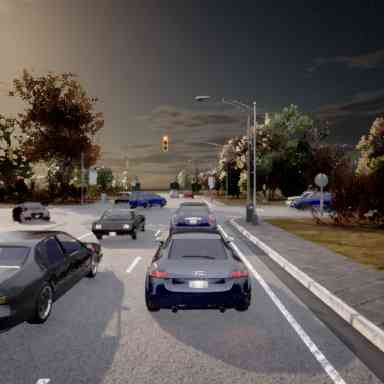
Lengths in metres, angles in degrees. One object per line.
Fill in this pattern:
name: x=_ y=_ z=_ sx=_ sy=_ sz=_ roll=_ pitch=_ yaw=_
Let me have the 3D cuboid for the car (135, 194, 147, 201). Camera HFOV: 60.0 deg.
car: x=-10.820 y=1.098 z=71.219 sx=1.895 sy=1.301 sz=4.718 roll=0 pitch=1 yaw=-1

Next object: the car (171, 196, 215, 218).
car: x=0.049 y=1.272 z=16.345 sx=2.097 sy=1.767 sz=4.553 roll=0 pitch=0 yaw=0

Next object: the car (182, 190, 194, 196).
car: x=-0.746 y=0.569 z=83.432 sx=2.150 sy=2.045 sz=5.566 roll=0 pitch=1 yaw=-4

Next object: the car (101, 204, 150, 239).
car: x=-3.471 y=1.518 z=16.669 sx=1.895 sy=1.301 sz=4.718 roll=0 pitch=0 yaw=-1

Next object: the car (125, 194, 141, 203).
car: x=-10.780 y=1.091 z=61.263 sx=2.128 sy=1.511 sz=4.902 roll=0 pitch=0 yaw=0

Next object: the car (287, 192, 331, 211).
car: x=14.033 y=0.995 z=37.407 sx=5.566 sy=2.045 sz=2.150 roll=0 pitch=0 yaw=-3

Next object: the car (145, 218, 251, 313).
car: x=0.084 y=1.541 z=7.712 sx=1.994 sy=1.385 sz=4.181 roll=0 pitch=0 yaw=-1

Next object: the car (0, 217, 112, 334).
car: x=-3.414 y=1.528 z=7.024 sx=2.033 sy=1.411 sz=5.357 roll=0 pitch=0 yaw=-1

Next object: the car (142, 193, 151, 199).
car: x=-11.162 y=0.900 z=81.497 sx=1.812 sy=1.442 sz=4.674 roll=0 pitch=1 yaw=-2

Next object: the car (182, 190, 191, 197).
car: x=-1.559 y=0.396 z=94.080 sx=2.097 sy=1.767 sz=4.553 roll=0 pitch=1 yaw=-7

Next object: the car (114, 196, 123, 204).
car: x=-10.772 y=1.271 z=52.161 sx=1.895 sy=1.301 sz=4.718 roll=0 pitch=0 yaw=0

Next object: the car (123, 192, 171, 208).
car: x=-5.282 y=0.976 z=40.002 sx=2.150 sy=2.045 sz=5.566 roll=1 pitch=1 yaw=29

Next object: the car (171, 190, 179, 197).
car: x=-4.293 y=0.890 z=84.112 sx=1.994 sy=1.385 sz=4.181 roll=0 pitch=1 yaw=-4

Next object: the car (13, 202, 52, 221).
car: x=-11.530 y=1.430 z=23.930 sx=1.994 sy=1.385 sz=4.181 roll=0 pitch=0 yaw=-36
